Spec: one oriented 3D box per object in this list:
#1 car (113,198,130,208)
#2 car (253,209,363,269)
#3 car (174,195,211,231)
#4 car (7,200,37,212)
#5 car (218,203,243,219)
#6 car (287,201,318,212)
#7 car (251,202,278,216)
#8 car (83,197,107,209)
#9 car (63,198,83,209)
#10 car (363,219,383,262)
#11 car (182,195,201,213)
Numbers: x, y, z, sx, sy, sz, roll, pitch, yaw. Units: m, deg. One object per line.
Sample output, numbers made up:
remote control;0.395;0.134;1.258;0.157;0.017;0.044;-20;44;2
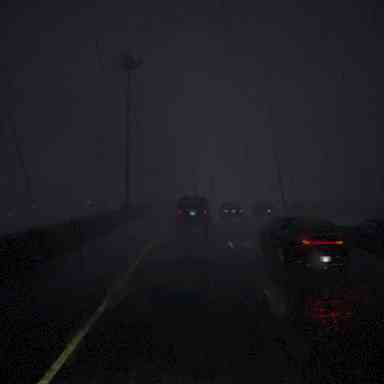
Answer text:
car;-10.735;1.676;51.104;1.882;1.535;5.008;0;-1;0
car;3.566;1.550;11.325;1.837;1.490;4.892;0;0;0
car;0.032;1.305;21.200;2.150;2.045;5.566;0;0;0
car;-21.219;1.725;41.617;1.994;1.385;4.181;0;0;0
car;3.504;1.667;30.533;2.033;1.411;5.357;0;0;0
car;10.499;1.631;31.992;1.837;1.490;4.892;0;0;0
car;6.998;1.690;32.183;1.994;1.385;4.181;0;0;0
car;-14.228;1.546;49.900;2.097;1.767;4.553;0;0;0
car;-17.726;1.700;50.051;1.837;1.490;4.892;0;-1;0
car;7.063;1.650;12.246;1.895;1.301;4.718;0;0;0
car;-0.028;1.378;40.069;2.150;2.045;5.566;0;0;0
